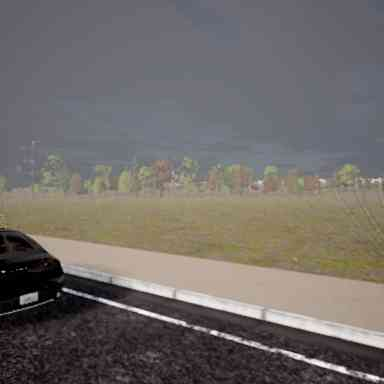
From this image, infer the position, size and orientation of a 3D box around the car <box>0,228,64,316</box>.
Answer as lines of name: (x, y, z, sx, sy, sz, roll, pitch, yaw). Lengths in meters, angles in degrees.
car: (-4.645, 1.499, 6.876, 4.892, 1.490, 1.837, 0, 0, 36)
